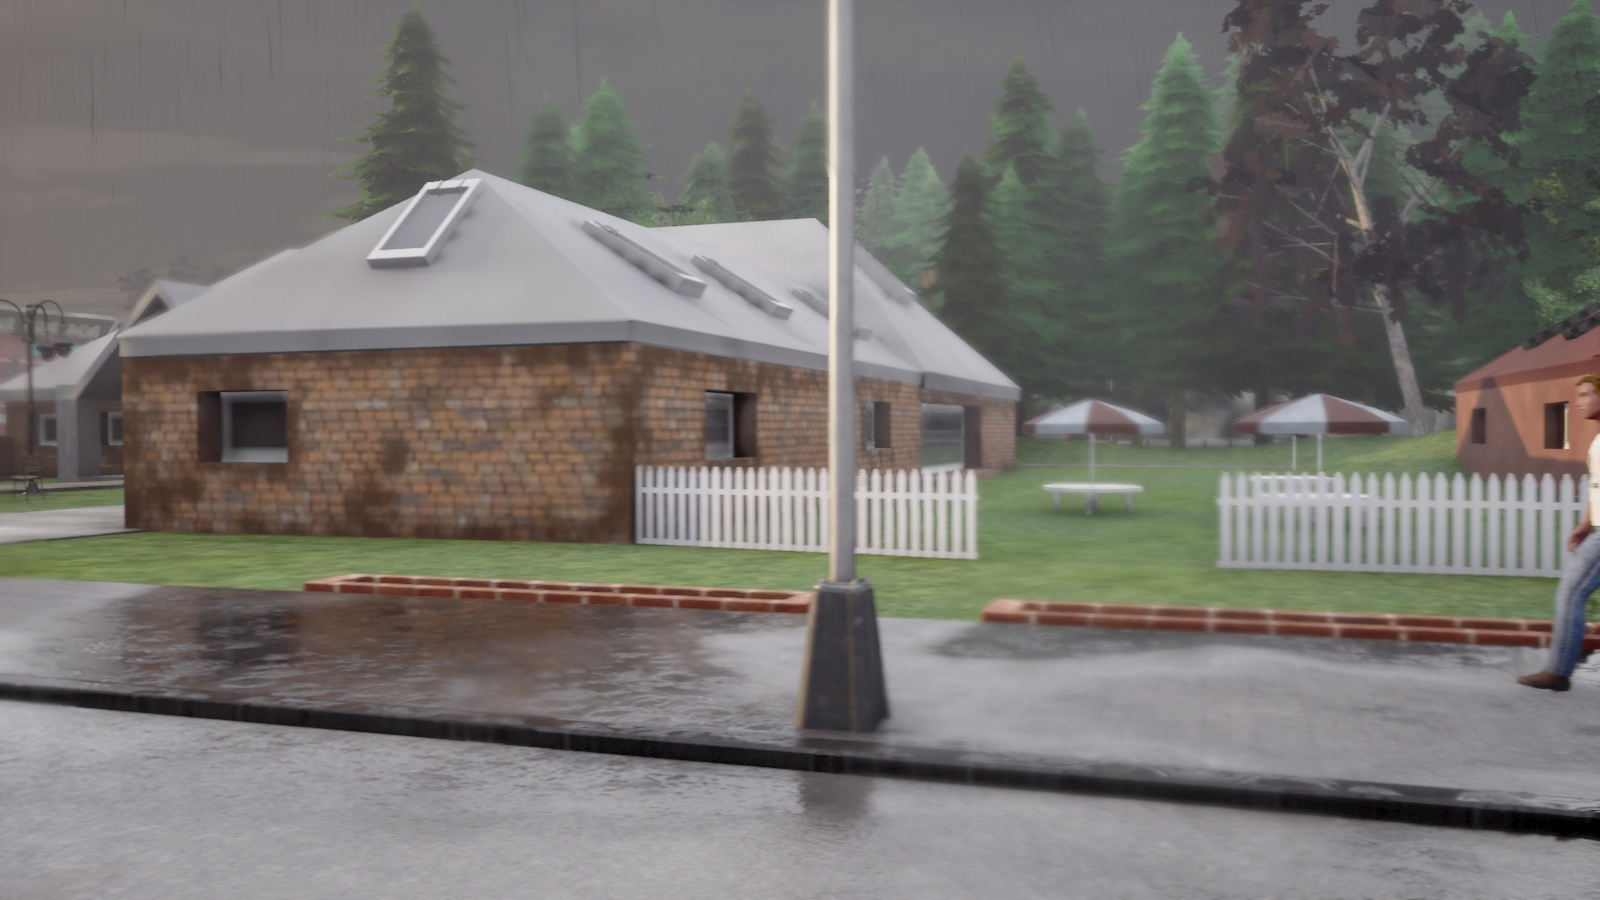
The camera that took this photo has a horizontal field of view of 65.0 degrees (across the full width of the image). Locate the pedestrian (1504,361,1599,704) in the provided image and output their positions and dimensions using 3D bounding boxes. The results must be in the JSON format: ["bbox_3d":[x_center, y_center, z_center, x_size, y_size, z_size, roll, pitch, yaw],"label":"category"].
[{"bbox_3d":[4.304,0.439,6.913,0.706,1.836,0.354,1,1,33],"label":"pedestrian"}]

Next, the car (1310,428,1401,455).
[{"bbox_3d":[34.769,-0.526,78.720,5.027,1.651,2.152,0,1,19],"label":"car"}]

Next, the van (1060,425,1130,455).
[{"bbox_3d":[19.675,-0.688,83.760,4.442,1.987,1.775,1,1,18],"label":"van"}]
